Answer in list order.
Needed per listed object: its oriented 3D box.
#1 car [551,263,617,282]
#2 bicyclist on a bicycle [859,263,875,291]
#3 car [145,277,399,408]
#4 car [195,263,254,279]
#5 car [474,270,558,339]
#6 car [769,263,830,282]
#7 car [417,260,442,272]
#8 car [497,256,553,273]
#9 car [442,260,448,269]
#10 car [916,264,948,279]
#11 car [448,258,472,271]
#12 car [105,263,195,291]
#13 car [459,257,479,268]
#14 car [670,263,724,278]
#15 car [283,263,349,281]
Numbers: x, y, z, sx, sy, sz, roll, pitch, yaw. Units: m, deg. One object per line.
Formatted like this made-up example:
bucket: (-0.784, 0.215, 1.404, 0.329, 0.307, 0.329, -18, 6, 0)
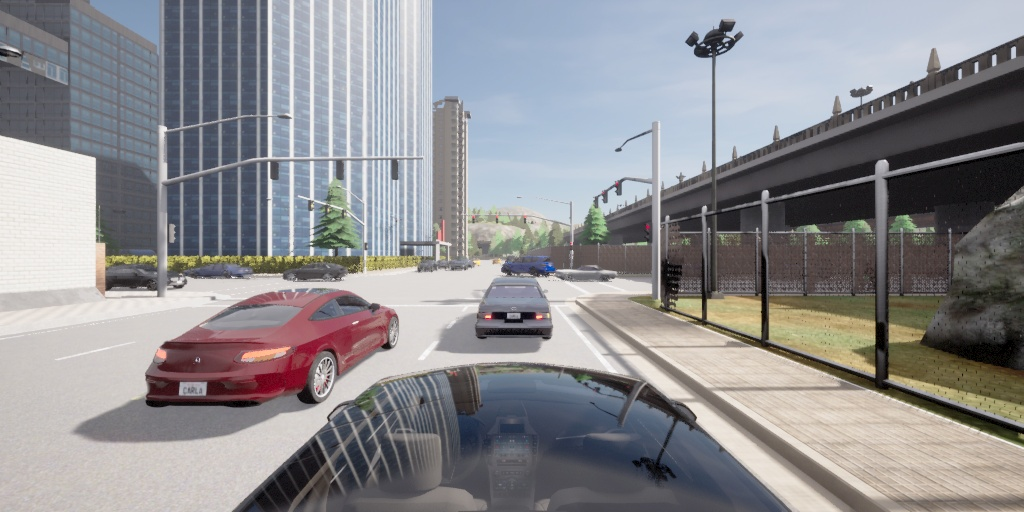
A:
car: (5.863, 1.396, 28.873, 4.718, 1.301, 1.895, 0, 0, -4)
bicyclist on a bicycle: (18.267, 1.106, 18.188, 0.582, 1.620, 1.656, 0, 0, 0)
car: (-3.449, 1.276, 6.193, 1.812, 1.442, 4.674, 0, 0, 0)
car: (-26.541, 1.353, 32.489, 5.357, 1.411, 2.033, 0, 0, 0)
car: (0.079, 1.297, 10.013, 2.033, 1.411, 5.357, 0, 0, 1)
car: (22.997, 1.297, 29.189, 4.902, 1.511, 2.128, 0, 0, 0)
car: (-10.677, 1.255, 45.754, 1.837, 1.490, 4.892, 0, 0, 0)
car: (1.566, 0.997, 35.846, 5.566, 2.045, 2.150, 0, 2, 38)
car: (-10.690, 1.276, 54.993, 1.812, 1.442, 4.674, 0, 0, 0)
car: (40.192, 1.406, 32.724, 4.718, 1.301, 1.895, 0, 0, 0)
car: (-7.177, 1.314, 49.527, 1.994, 1.385, 4.181, 0, 0, 0)
car: (-22.583, 1.331, 21.823, 4.674, 1.442, 1.812, 0, 0, 0)
car: (-7.182, 1.297, 58.765, 2.033, 1.411, 5.357, 0, 0, 0)
car: (16.325, 1.353, 32.663, 5.357, 1.411, 2.033, 0, 0, 0)
car: (-15.865, 1.301, 29.032, 4.892, 1.490, 1.837, 0, 0, 0)
